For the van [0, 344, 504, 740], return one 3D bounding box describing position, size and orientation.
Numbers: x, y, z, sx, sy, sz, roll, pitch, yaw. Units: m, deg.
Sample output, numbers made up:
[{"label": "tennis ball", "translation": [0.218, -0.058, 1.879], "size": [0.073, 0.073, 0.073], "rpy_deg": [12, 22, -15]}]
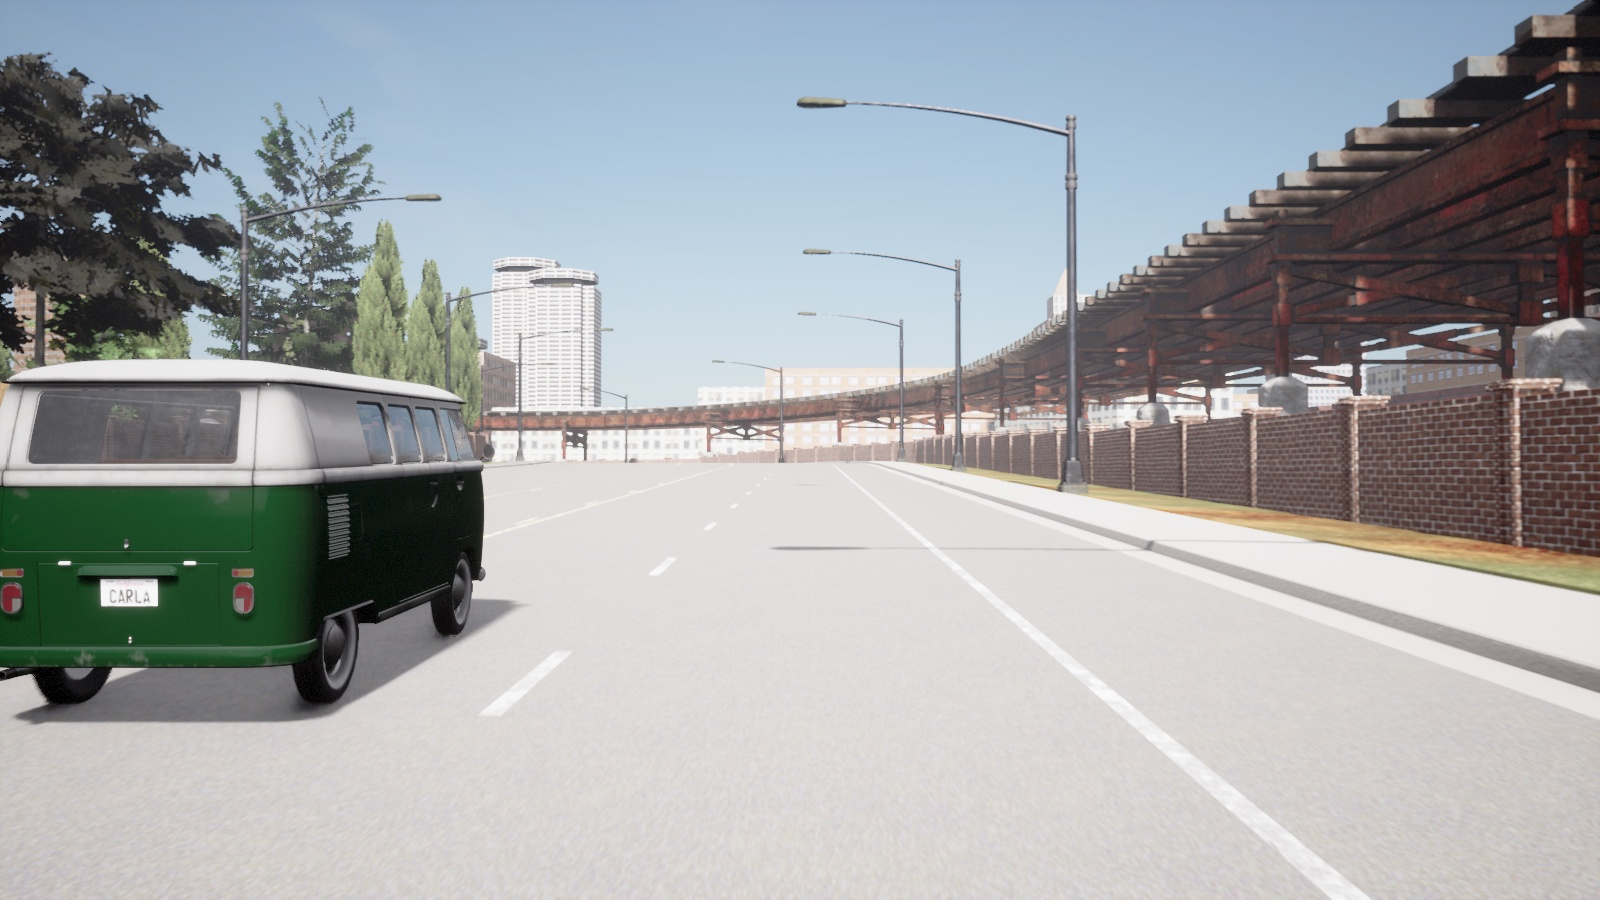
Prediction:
[{"label": "van", "translation": [-3.434, 0.451, 8.522], "size": [1.775, 1.987, 4.442], "rpy_deg": [0, 0, 0]}]
